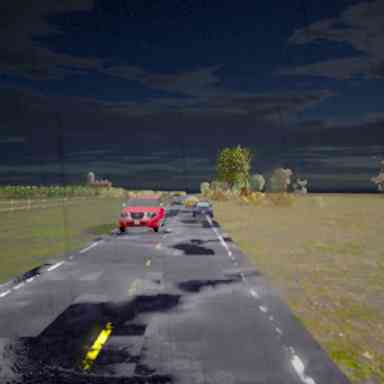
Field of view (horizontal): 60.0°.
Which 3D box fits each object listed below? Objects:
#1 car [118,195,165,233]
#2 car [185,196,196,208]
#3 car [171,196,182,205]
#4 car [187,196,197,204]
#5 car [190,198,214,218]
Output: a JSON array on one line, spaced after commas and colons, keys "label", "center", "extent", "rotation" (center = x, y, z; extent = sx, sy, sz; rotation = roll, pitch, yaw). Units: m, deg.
[{"label": "car", "center": [-2.846, 1.219, 19.938], "extent": [2.150, 2.045, 5.566], "rotation": [0, 0, 0]}, {"label": "car", "center": [0.017, 1.505, 49.067], "extent": [1.882, 1.535, 5.008], "rotation": [0, 0, 0]}, {"label": "car", "center": [-2.771, 1.543, 61.040], "extent": [1.837, 1.490, 4.892], "rotation": [0, 0, 1]}, {"label": "car", "center": [0.014, 1.527, 66.940], "extent": [1.882, 1.535, 5.008], "rotation": [0, 0, 0]}, {"label": "car", "center": [0.969, 1.534, 30.463], "extent": [1.812, 1.442, 4.674], "rotation": [0, 0, 0]}]
